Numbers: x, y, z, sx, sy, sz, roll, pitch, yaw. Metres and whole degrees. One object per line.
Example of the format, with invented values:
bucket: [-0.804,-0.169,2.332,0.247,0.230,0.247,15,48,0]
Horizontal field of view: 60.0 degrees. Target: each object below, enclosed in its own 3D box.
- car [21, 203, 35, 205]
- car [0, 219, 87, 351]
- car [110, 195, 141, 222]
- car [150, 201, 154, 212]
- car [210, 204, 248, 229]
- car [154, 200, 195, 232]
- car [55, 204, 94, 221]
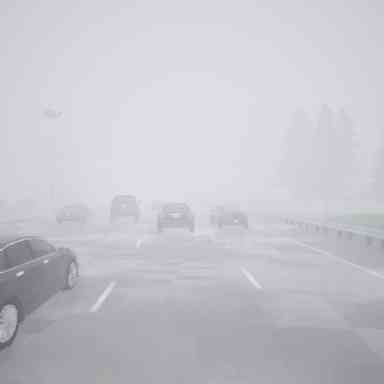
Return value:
car: [-24.109,1.597,48.786,2.033,1.411,5.357,0,0,-14]
car: [-3.603,1.512,6.151,1.837,1.490,4.892,0,0,-2]
car: [-5.380,1.233,27.094,2.150,2.045,5.566,0,0,-8]
car: [-3.881,1.610,39.365,1.895,1.301,4.718,0,0,-11]
car: [2.322,1.522,21.526,1.812,1.442,4.674,0,0,-6]
car: [-1.074,1.355,20.277,2.097,1.767,4.553,0,0,-6]
car: [-8.573,1.565,24.678,2.033,1.411,5.357,0,0,-7]
